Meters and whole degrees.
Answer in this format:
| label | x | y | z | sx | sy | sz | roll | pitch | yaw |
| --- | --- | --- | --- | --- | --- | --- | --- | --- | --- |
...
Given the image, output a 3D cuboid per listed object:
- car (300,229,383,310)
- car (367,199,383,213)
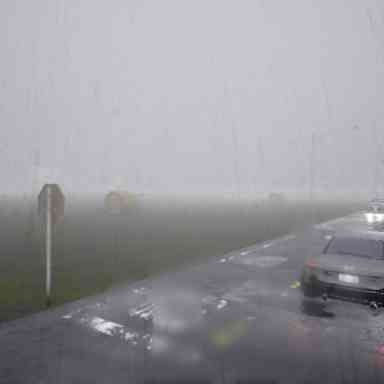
| label | x | y | z | sx | sy | sz | roll | pitch | yaw |
| --- | --- | --- | --- | --- | --- | --- | --- | --- | --- |
| car | 4.016 | 1.575 | 7.801 | 1.994 | 1.385 | 4.181 | 1 | 0 | 34 |
| car | 21.507 | 1.546 | 38.470 | 2.128 | 1.511 | 4.902 | 1 | 0 | 34 |
